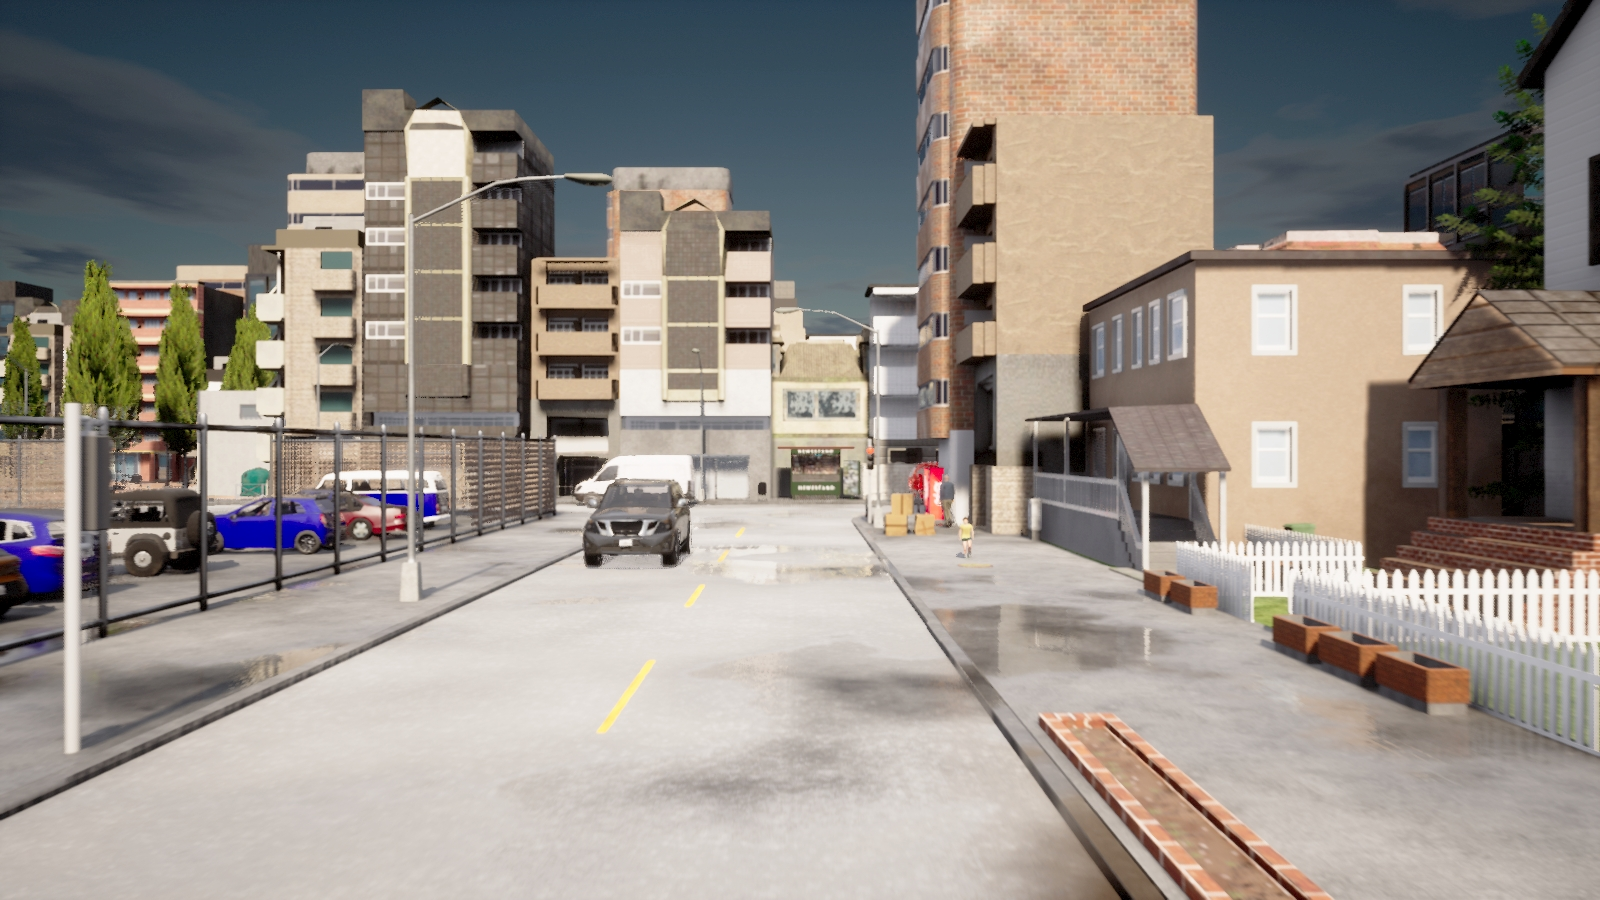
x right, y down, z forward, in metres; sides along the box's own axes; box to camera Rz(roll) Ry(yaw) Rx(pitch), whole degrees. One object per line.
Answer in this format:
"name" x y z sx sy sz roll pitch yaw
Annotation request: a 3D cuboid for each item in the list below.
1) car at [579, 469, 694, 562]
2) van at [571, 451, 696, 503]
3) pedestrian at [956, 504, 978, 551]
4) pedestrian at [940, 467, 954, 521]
"car" -4.015 1.560 29.094 2.150 2.045 5.566 0 0 0
"van" -8.207 1.316 56.812 5.915 2.561 1.988 0 0 0
"pedestrian" 4.118 1.906 28.139 0.500 1.100 0.500 0 0 13
"pedestrian" 5.084 1.517 39.447 0.375 1.860 0.375 0 0 -10
